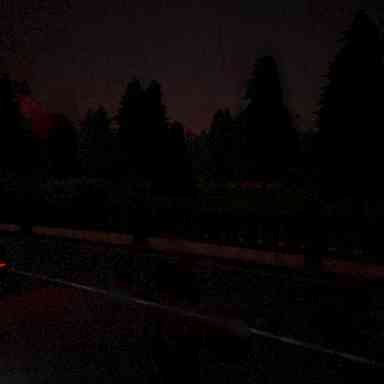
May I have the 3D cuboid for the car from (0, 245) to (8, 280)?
[{"bbox_3d":[-6.115,1.372,7.550,4.674,1.442,1.812,1,1,30],"label":"car"}]
